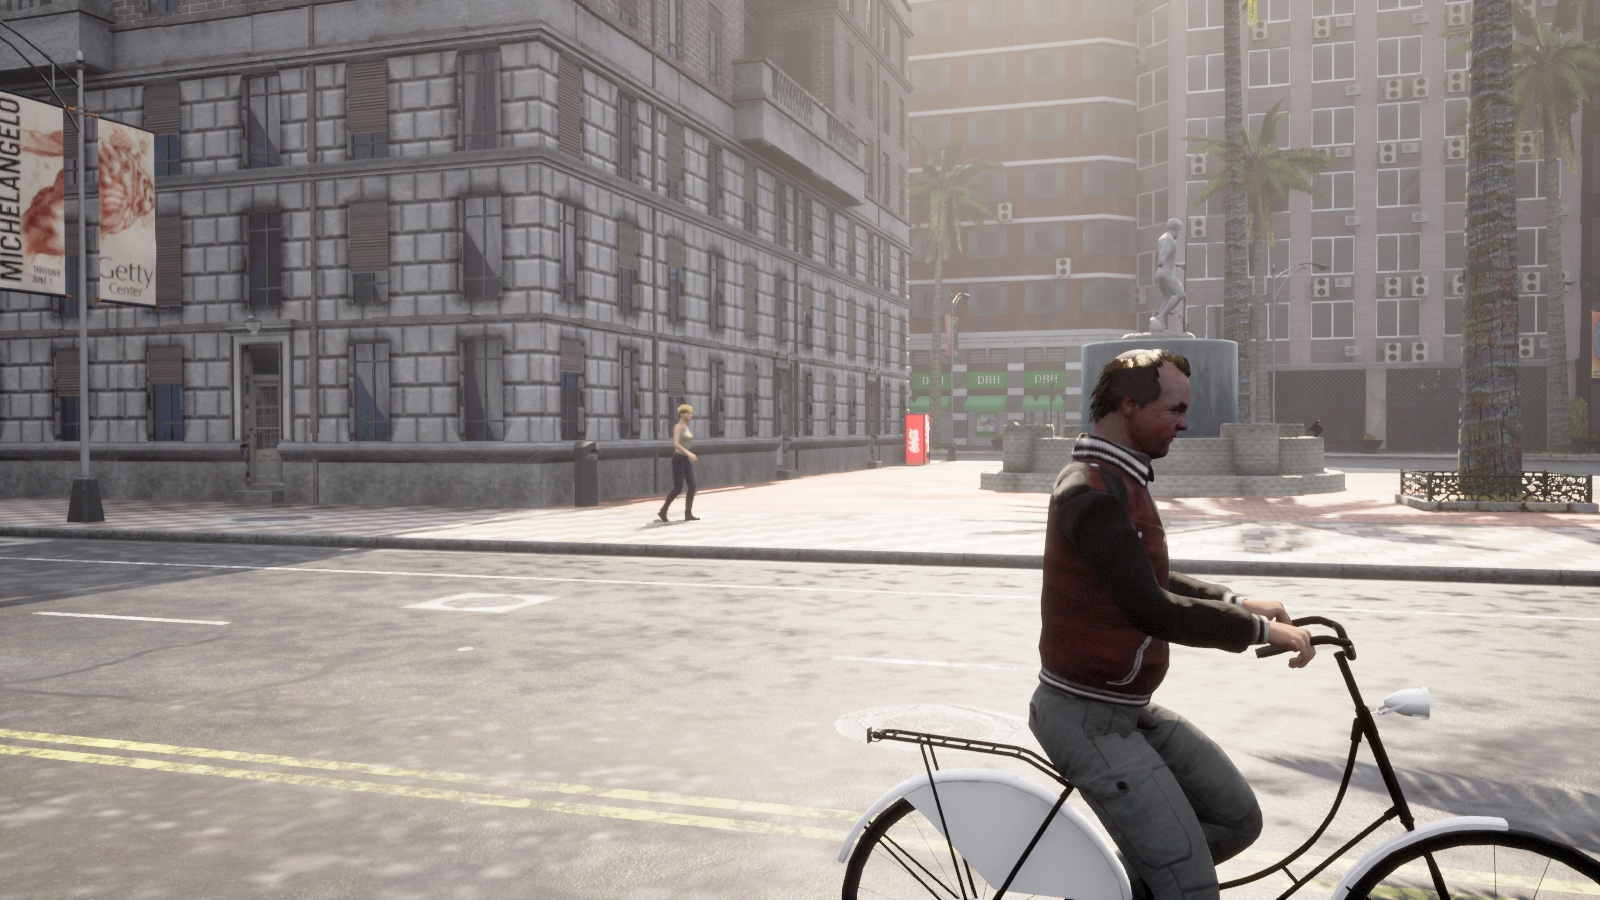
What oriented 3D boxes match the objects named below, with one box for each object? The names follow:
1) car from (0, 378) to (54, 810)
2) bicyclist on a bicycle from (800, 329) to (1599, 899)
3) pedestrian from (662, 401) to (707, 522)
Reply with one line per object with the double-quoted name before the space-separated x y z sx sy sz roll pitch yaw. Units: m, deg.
"car" -5.684 0.582 5.087 4.553 1.767 2.097 1 1 18
"bicyclist on a bicycle" 0.978 0.655 2.875 1.843 1.776 0.659 0 1 19
"pedestrian" -1.785 0.166 19.371 0.594 1.836 0.345 1 1 24
